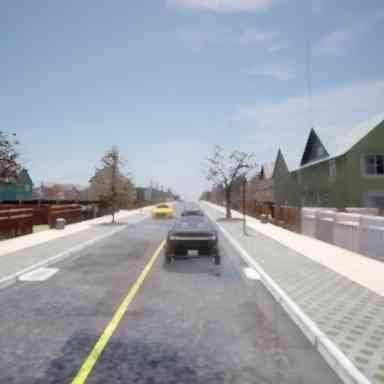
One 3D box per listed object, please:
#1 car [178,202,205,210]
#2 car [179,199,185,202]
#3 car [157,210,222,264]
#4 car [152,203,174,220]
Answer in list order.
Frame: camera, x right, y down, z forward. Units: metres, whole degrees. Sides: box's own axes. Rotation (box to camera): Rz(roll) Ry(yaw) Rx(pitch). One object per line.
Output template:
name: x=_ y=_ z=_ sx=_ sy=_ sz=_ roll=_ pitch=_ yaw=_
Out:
car: x=0.029 y=1.822 z=27.198 sx=2.128 sy=1.511 sz=4.902 roll=0 pitch=-1 yaw=0
car: x=-2.797 y=2.838 z=95.262 sx=1.812 sy=1.442 sz=4.674 roll=0 pitch=-1 yaw=0
car: x=0.039 y=1.641 z=12.429 sx=2.128 sy=1.511 sz=4.902 roll=0 pitch=-1 yaw=0
car: x=-2.822 y=1.882 z=32.998 sx=1.882 sy=1.535 sz=5.008 roll=0 pitch=-1 yaw=0
